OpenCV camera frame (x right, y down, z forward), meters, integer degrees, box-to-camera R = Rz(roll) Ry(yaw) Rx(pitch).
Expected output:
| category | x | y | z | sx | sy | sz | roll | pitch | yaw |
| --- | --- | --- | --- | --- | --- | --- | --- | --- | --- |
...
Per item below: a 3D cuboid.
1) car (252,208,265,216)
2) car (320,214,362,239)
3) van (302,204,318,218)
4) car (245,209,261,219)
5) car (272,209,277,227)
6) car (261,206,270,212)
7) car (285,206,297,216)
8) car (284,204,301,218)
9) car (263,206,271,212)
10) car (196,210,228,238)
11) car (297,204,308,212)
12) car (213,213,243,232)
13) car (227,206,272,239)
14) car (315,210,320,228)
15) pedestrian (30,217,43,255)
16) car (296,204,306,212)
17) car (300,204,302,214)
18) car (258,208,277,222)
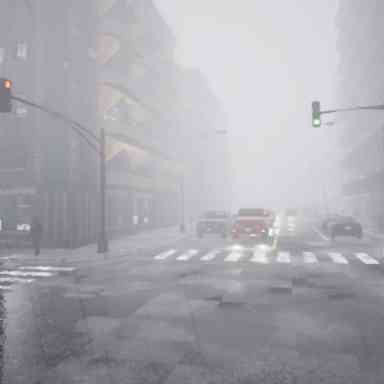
| category | x | y | z | sx | sy | sz | roll | pitch | yaw |
| --- | --- | --- | --- | --- | --- | --- | --- | --- | --- |
| car | 12.346 | 3.631 | 61.565 | 1.947 | 1.339 | 4.313 | -1 | -2 | 16 |
| car | 9.843 | 2.225 | 21.742 | 1.947 | 1.339 | 4.313 | -1 | -2 | 16 |
| van | 17.383 | 2.832 | 48.553 | 1.690 | 1.788 | 3.998 | -1 | -2 | 16 |
| car | 9.330 | 3.298 | 50.844 | 1.947 | 1.339 | 4.313 | -1 | -2 | 16 |
| car | 6.794 | 2.453 | 32.217 | 2.097 | 1.767 | 4.553 | -2 | -2 | 16 |
| car | 18.379 | 4.277 | 83.008 | 1.887 | 1.381 | 4.507 | -1 | -2 | 16 |
| car | 17.849 | 3.412 | 60.169 | 1.837 | 1.490 | 4.892 | -2 | -2 | 16 |
| car | 15.121 | 3.083 | 50.479 | 1.882 | 1.535 | 5.008 | -2 | -2 | 16 |
| car | 19.887 | 4.482 | 88.367 | 1.802 | 1.307 | 4.206 | -1 | -2 | 16 |
| car | 1.788 | 2.215 | 24.050 | 2.192 | 1.841 | 5.009 | -1 | -2 | 16 |
| car | 24.924 | 3.639 | 75.355 | 2.192 | 1.841 | 5.009 | -1 | -2 | 16 |
| car | 3.297 | 2.611 | 29.404 | 1.887 | 1.381 | 4.507 | -1 | -2 | 16 |
| car | 4.150 | 2.038 | 23.029 | 2.150 | 2.045 | 5.566 | -2 | -2 | 15 |
| car | 11.352 | 2.407 | 27.102 | 1.802 | 1.307 | 4.206 | -1 | -2 | 16 |
| pedestrian | -7.547 | 2.127 | 16.167 | 0.375 | 1.860 | 0.375 | -2 | -3 | 16 |
| car | 26.432 | 3.806 | 80.715 | 2.192 | 1.841 | 5.009 | -1 | -2 | 16 |
| car | 20.401 | 3.369 | 59.265 | 1.887 | 1.381 | 4.507 | -1 | -2 | 16 |
| car | 9.588 | 2.891 | 41.883 | 2.128 | 1.511 | 4.902 | -2 | -2 | 16 |
